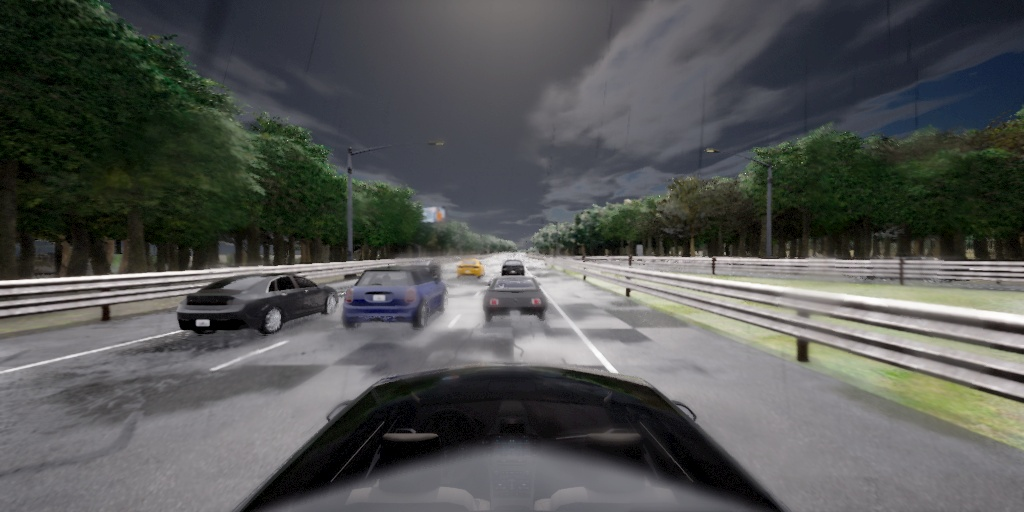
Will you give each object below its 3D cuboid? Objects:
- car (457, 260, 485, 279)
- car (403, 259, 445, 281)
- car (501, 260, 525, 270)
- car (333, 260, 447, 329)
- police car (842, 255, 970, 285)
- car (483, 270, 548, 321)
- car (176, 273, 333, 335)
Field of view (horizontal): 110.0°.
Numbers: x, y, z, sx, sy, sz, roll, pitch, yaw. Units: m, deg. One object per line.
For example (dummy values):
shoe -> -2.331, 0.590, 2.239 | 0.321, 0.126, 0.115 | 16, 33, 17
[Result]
car -> -3.410, 1.046, 30.315 | 1.882, 1.535, 5.008 | 0, 1, 0
car -> -6.909, 1.077, 28.696 | 2.128, 1.511, 4.902 | 0, 1, 0
car -> 0.091, 1.047, 30.302 | 1.882, 1.535, 5.008 | 0, 1, 0
car -> -3.403, 1.085, 11.313 | 2.097, 1.767, 4.553 | 0, 0, 0
police car -> 23.285, 0.767, 21.466 | 1.930, 1.638, 5.238 | 0, 0, -27
car -> 0.090, 1.329, 12.408 | 1.895, 1.301, 4.718 | 0, 0, 0
car -> -6.902, 1.242, 10.427 | 1.837, 1.490, 4.892 | 0, 0, 0
